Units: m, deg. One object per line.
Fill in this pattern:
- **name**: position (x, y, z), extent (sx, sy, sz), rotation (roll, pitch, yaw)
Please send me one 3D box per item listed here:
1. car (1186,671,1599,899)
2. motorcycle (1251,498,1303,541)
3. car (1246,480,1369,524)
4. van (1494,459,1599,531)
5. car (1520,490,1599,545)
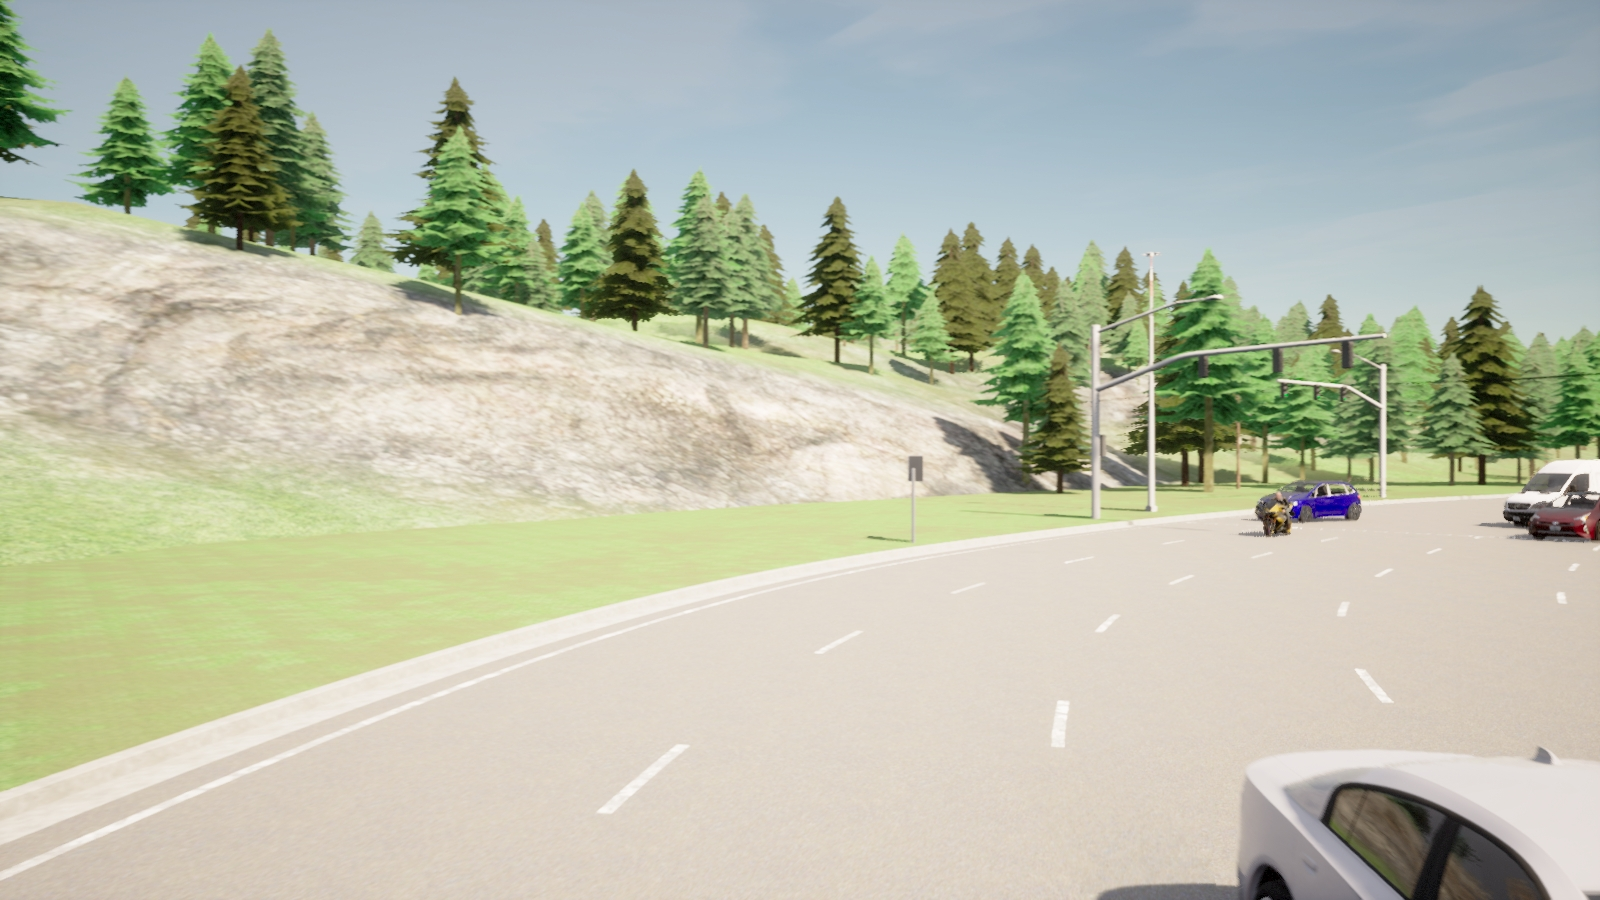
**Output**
- **car**: position (3.175, 2.048, 4.081), extent (2.097, 1.535, 5.006), rotation (0, 0, 3)
- **motorcycle**: position (15.883, 2.295, 38.000), extent (0.867, 1.251, 2.209), rotation (3, 2, 42)
- **car**: position (20.743, 2.080, 46.663), extent (4.611, 1.667, 2.242), rotation (0, -1, -29)
- **van**: position (29.104, 1.641, 42.320), extent (5.915, 2.561, 1.988), rotation (0, -1, -10)
- **car**: position (25.360, 2.134, 36.846), extent (4.514, 1.525, 2.007), rotation (0, 0, -34)
